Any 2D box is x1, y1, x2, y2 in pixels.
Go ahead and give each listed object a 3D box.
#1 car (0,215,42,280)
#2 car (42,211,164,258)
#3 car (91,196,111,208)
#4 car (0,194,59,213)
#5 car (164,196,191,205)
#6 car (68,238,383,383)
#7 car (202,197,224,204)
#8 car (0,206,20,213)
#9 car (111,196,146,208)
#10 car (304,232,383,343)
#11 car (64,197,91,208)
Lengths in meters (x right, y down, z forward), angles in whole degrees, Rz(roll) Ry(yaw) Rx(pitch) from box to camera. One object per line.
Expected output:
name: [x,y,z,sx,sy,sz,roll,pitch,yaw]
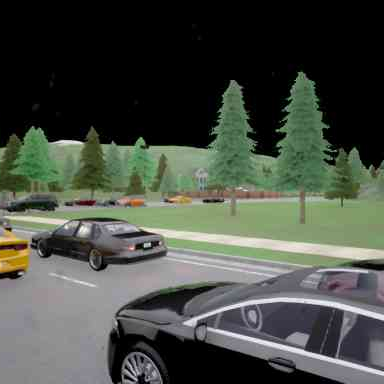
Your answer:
car: [-6.252,1.478,8.860,5.008,1.535,1.882,0,0,38]
car: [-3.245,1.547,10.955,5.357,1.411,2.033,0,0,38]
car: [-11.900,1.352,48.828,2.097,1.767,4.553,0,0,38]
car: [-17.391,1.223,36.270,2.150,2.045,5.566,0,0,38]
car: [-2.255,1.478,60.940,1.882,1.535,5.008,0,0,39]
car: [1.220,1.492,3.080,4.902,1.511,2.128,0,0,38]
car: [3.953,1.601,63.085,1.895,1.301,4.718,0,0,39]
car: [-11.231,1.547,17.095,5.357,1.411,2.033,0,0,38]
car: [-8.709,1.353,47.218,2.097,1.767,4.553,0,0,38]
car: [4.186,1.564,5.202,4.181,1.385,1.994,0,0,38]
car: [-16.276,1.477,48.949,1.882,1.535,5.008,0,0,38]
